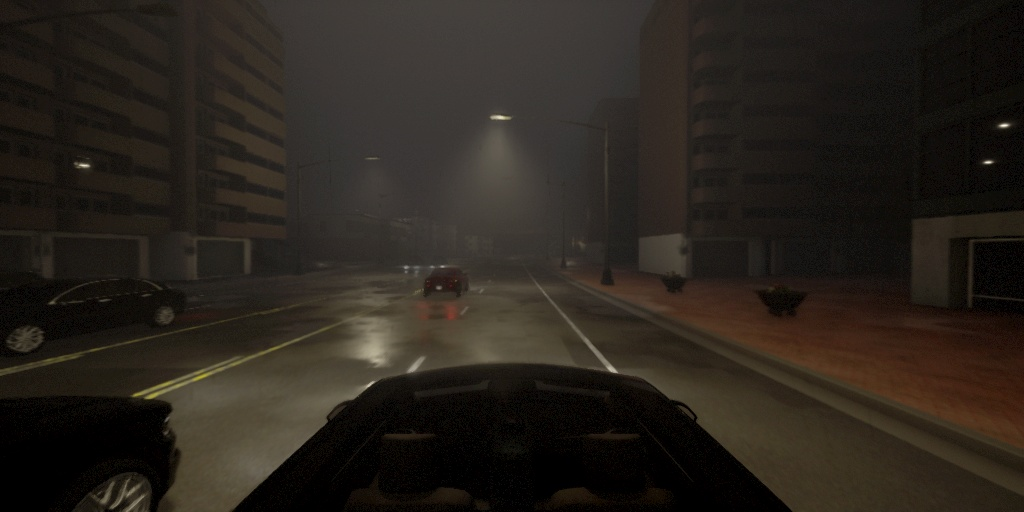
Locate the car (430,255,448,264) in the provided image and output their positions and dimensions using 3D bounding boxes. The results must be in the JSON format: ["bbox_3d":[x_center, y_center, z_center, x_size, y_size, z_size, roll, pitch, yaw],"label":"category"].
[{"bbox_3d":[-10.536,0.608,52.018,1.812,1.442,4.674,0,2,1],"label":"car"}]

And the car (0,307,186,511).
[{"bbox_3d":[-3.402,1.226,0.587,1.882,1.535,5.008,0,0,0],"label":"car"}]

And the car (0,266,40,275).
[{"bbox_3d":[-14.097,1.114,8.581,2.097,1.767,4.553,0,0,0],"label":"car"}]

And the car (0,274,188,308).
[{"bbox_3d":[-10.598,1.267,8.631,1.837,1.490,4.892,0,0,0],"label":"car"}]

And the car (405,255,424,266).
[{"bbox_3d":[-14.036,0.609,52.019,1.812,1.442,4.674,0,2,1],"label":"car"}]

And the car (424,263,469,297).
[{"bbox_3d":[-3.409,1.300,19.059,1.812,1.442,4.674,0,0,0],"label":"car"}]
